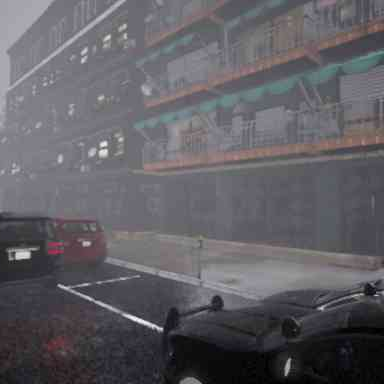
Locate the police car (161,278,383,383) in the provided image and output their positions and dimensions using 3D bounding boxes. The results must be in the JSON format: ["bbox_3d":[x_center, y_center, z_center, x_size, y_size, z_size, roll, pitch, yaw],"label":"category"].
[{"bbox_3d":[1.744,1.597,2.742,1.930,1.638,5.238,3,-3,-44],"label":"police car"}]

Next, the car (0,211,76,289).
[{"bbox_3d":[-5.489,1.556,9.616,2.150,2.045,5.566,2,-2,-39],"label":"car"}]

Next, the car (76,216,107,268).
[{"bbox_3d":[-5.071,1.791,12.398,2.192,1.841,5.009,4,-4,-45],"label":"car"}]

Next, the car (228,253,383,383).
[{"bbox_3d":[2.842,1.819,4.365,2.008,1.369,4.403,4,-4,-45],"label":"car"}]
